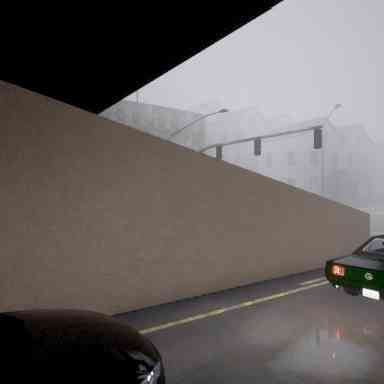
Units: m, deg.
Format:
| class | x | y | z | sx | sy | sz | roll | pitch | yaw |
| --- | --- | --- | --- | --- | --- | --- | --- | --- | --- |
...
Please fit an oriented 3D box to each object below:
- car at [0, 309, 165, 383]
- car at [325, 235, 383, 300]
| class | x | y | z | sx | sy | sz | roll | pitch | yaw |
| --- | --- | --- | --- | --- | --- | --- | --- | --- | --- |
| car | -2.445 | 1.491 | 2.015 | 4.902 | 1.511 | 2.128 | 0 | 0 | -35 |
| car | 5.133 | 1.601 | 7.437 | 4.718 | 1.301 | 1.895 | 0 | 0 | -35 |
